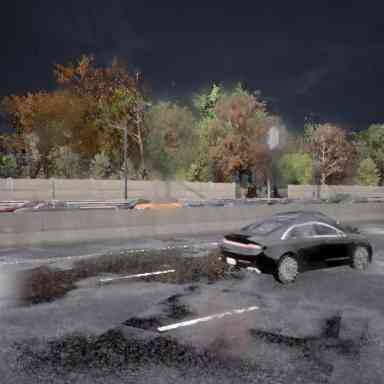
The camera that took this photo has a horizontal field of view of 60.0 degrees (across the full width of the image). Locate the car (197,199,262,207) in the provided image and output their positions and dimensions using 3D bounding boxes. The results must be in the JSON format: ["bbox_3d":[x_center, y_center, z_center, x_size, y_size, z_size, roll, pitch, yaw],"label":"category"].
[{"bbox_3d":[3.021,1.525,25.873,4.674,1.442,1.812,0,0,-30],"label":"car"}]

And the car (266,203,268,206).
[{"bbox_3d":[5.080,1.548,35.182,5.357,1.411,2.033,0,0,-31],"label":"car"}]

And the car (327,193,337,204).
[{"bbox_3d":[21.033,1.229,48.557,5.566,2.045,2.150,0,0,-30],"label":"car"}]

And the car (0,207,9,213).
[{"bbox_3d":[-13.590,1.478,28.322,5.008,1.535,1.882,0,0,-30],"label":"car"}]

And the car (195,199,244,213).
[{"bbox_3d":[3.222,1.548,38.156,5.357,1.411,2.033,0,0,-30],"label":"car"}]

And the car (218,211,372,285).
[{"bbox_3d":[3.053,1.491,9.437,4.902,1.511,2.128,0,0,-30],"label":"car"}]

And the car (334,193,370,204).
[{"bbox_3d":[22.007,1.358,45.076,4.553,1.767,2.097,0,0,-30],"label":"car"}]

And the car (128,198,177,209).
[{"bbox_3d":[-3.112,1.352,30.391,4.553,1.767,2.097,0,0,-30],"label":"car"}]

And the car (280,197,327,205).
[{"bbox_3d":[13.487,1.493,40.096,4.902,1.511,2.128,0,0,-30],"label":"car"}]

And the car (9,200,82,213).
[{"bbox_3d":[-11.098,1.492,25.722,4.902,1.511,2.128,0,0,-30],"label":"car"}]

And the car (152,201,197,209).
[{"bbox_3d":[-0.613,1.600,27.802,4.718,1.301,1.895,0,0,-30],"label":"car"}]

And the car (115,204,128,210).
[{"bbox_3d":[-5.216,1.505,33.212,4.892,1.490,1.837,0,0,-30],"label":"car"}]

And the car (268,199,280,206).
[{"bbox_3d":[12.106,1.550,43.341,5.357,1.411,2.033,0,0,-30],"label":"car"}]
